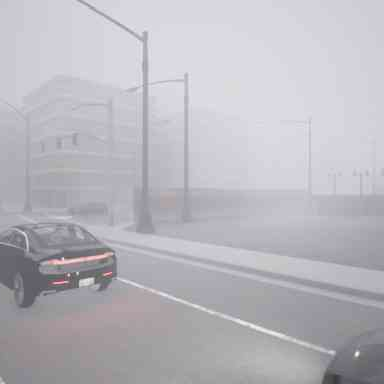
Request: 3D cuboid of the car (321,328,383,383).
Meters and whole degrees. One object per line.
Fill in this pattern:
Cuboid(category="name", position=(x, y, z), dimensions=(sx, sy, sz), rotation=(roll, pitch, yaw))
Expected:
Cuboid(category="car", position=(3.182, 1.505, 1.596), dimensions=(4.892, 1.490, 1.837), rotation=(0, 0, 38))

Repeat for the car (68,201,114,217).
Cuboid(category="car", position=(-9.611, 1.562, 31.715), dimensions=(1.994, 1.385, 4.181), rotation=(0, 0, 44))

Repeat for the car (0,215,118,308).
Cuboid(category="car", position=(-3.658, 1.491, 8.056), dimensions=(2.128, 1.511, 4.902), rotation=(0, 0, -43))
